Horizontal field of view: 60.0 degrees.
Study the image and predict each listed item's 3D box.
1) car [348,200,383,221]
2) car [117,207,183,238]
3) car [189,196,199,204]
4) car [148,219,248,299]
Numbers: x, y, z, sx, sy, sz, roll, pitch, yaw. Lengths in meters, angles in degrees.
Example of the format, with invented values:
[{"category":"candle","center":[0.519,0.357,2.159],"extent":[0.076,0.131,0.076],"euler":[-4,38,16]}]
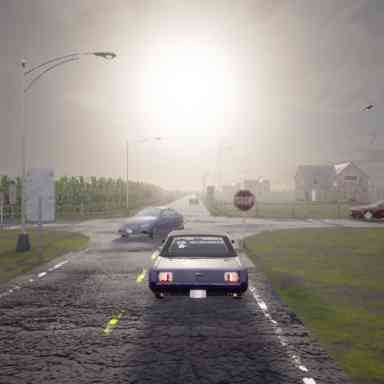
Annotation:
[{"category":"car","center":[14.435,1.350,25.020],"extent":[5.008,1.535,1.882],"euler":[-1,0,1]},{"category":"car","center":[-1.965,1.529,17.404],"extent":[1.812,1.442,4.674],"euler":[-1,0,23]},{"category":"car","center":[0.382,1.547,66.542],"extent":[2.128,1.511,4.902],"euler":[0,0,0]},{"category":"car","center":[0.154,1.602,8.391],"extent":[1.895,1.301,4.718],"euler":[0,0,1]}]
